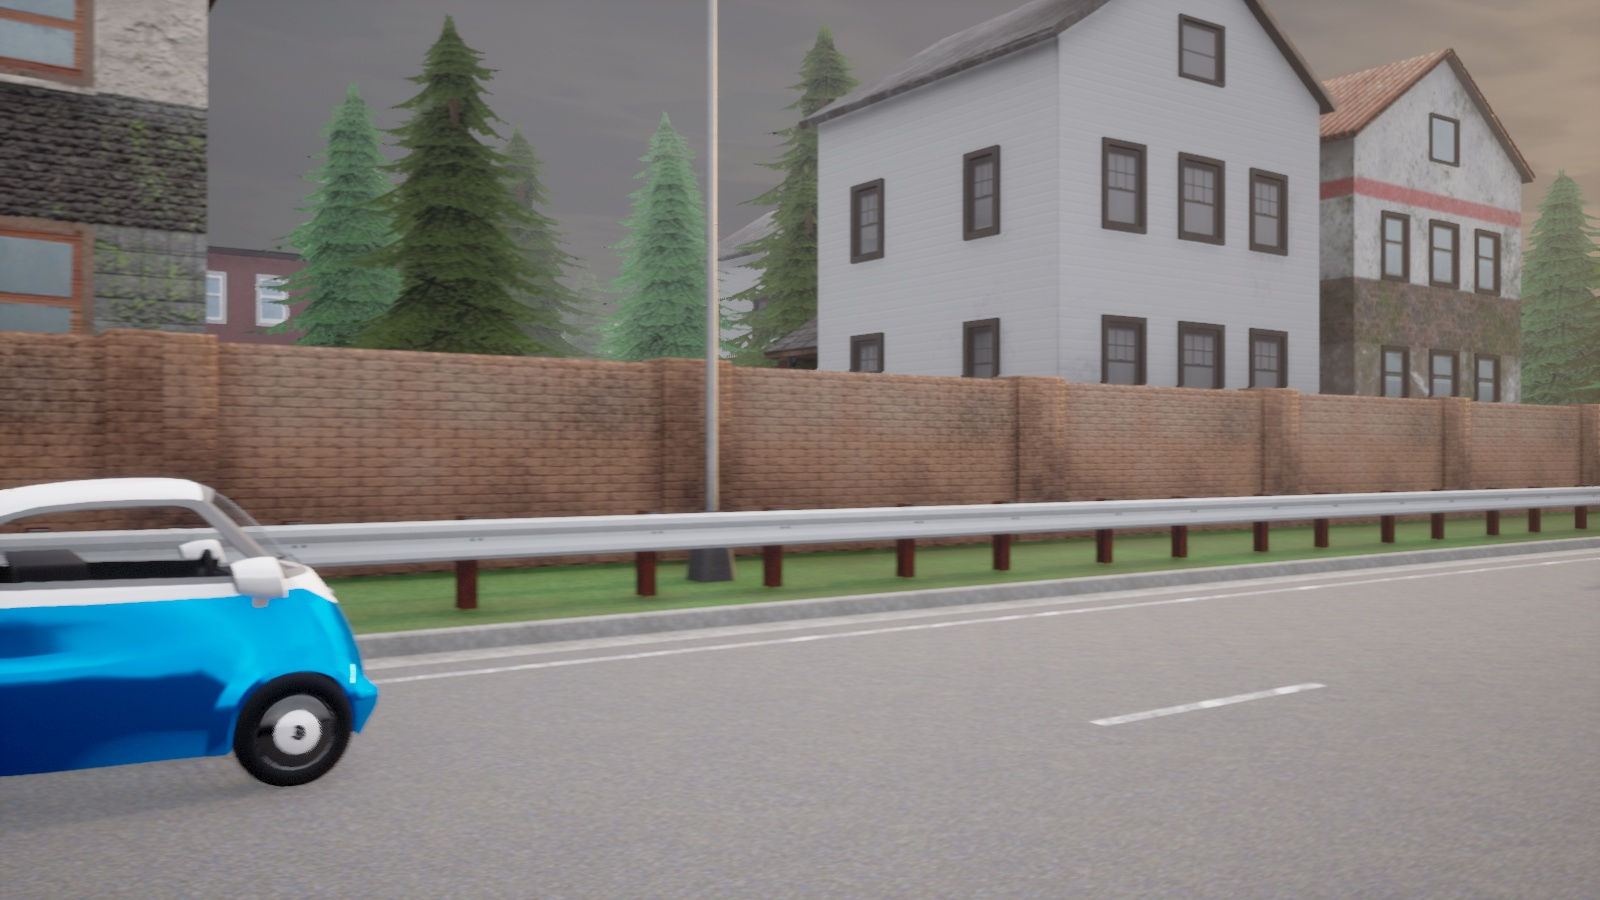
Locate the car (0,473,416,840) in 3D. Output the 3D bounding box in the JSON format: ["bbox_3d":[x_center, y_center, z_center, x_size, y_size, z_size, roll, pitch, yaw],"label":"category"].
[{"bbox_3d":[-3.102,0.820,5.764,2.207,1.376,1.481,0,0,-35],"label":"car"}]
